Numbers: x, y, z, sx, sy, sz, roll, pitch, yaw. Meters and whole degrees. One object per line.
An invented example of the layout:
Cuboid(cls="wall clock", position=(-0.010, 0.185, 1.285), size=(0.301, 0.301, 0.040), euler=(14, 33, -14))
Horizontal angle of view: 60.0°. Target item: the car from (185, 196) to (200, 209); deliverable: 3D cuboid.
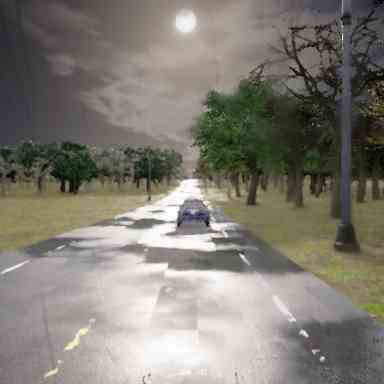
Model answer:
Cuboid(cls="car", position=(0.068, 1.305, 42.455), size=(1.882, 1.535, 5.008), euler=(0, 0, 0))

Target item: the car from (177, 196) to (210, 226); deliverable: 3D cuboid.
Cuboid(cls="car", position=(0.082, 1.284, 23.057), size=(2.097, 1.767, 4.553), euler=(0, 0, 0))
